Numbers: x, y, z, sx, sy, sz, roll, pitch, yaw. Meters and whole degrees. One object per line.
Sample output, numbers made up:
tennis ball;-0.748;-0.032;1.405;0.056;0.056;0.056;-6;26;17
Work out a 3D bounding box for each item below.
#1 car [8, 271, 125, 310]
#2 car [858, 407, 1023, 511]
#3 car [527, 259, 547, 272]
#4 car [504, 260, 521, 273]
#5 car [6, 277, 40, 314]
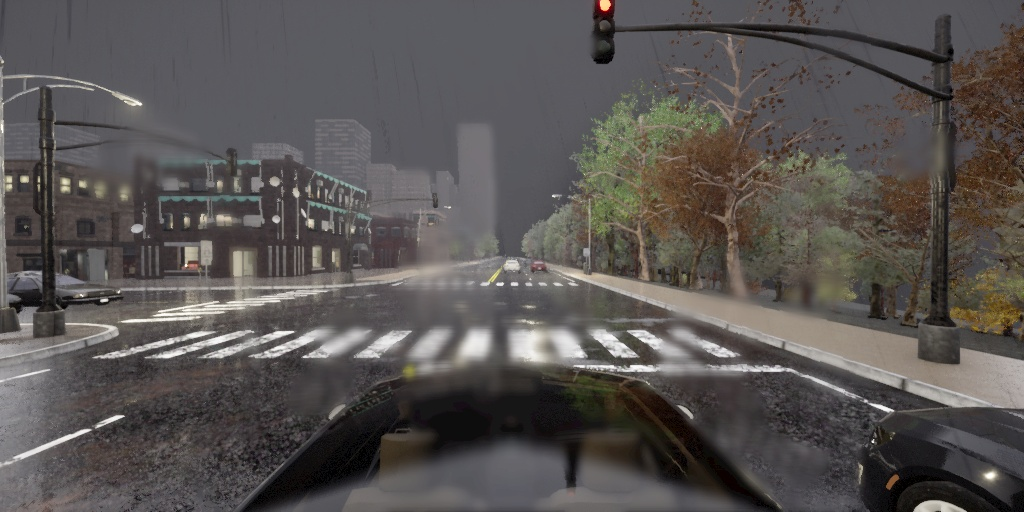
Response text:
car;-19.906;1.518;15.179;5.357;1.411;2.033;-1;1;0
car;3.352;1.255;0.472;1.837;1.490;4.892;0;0;0
car;3.263;1.260;44.798;1.812;1.442;4.674;0;0;0
car;0.014;1.261;43.951;1.812;1.442;4.674;0;0;0
car;-19.969;1.565;12.473;4.313;1.339;1.948;0;0;0
